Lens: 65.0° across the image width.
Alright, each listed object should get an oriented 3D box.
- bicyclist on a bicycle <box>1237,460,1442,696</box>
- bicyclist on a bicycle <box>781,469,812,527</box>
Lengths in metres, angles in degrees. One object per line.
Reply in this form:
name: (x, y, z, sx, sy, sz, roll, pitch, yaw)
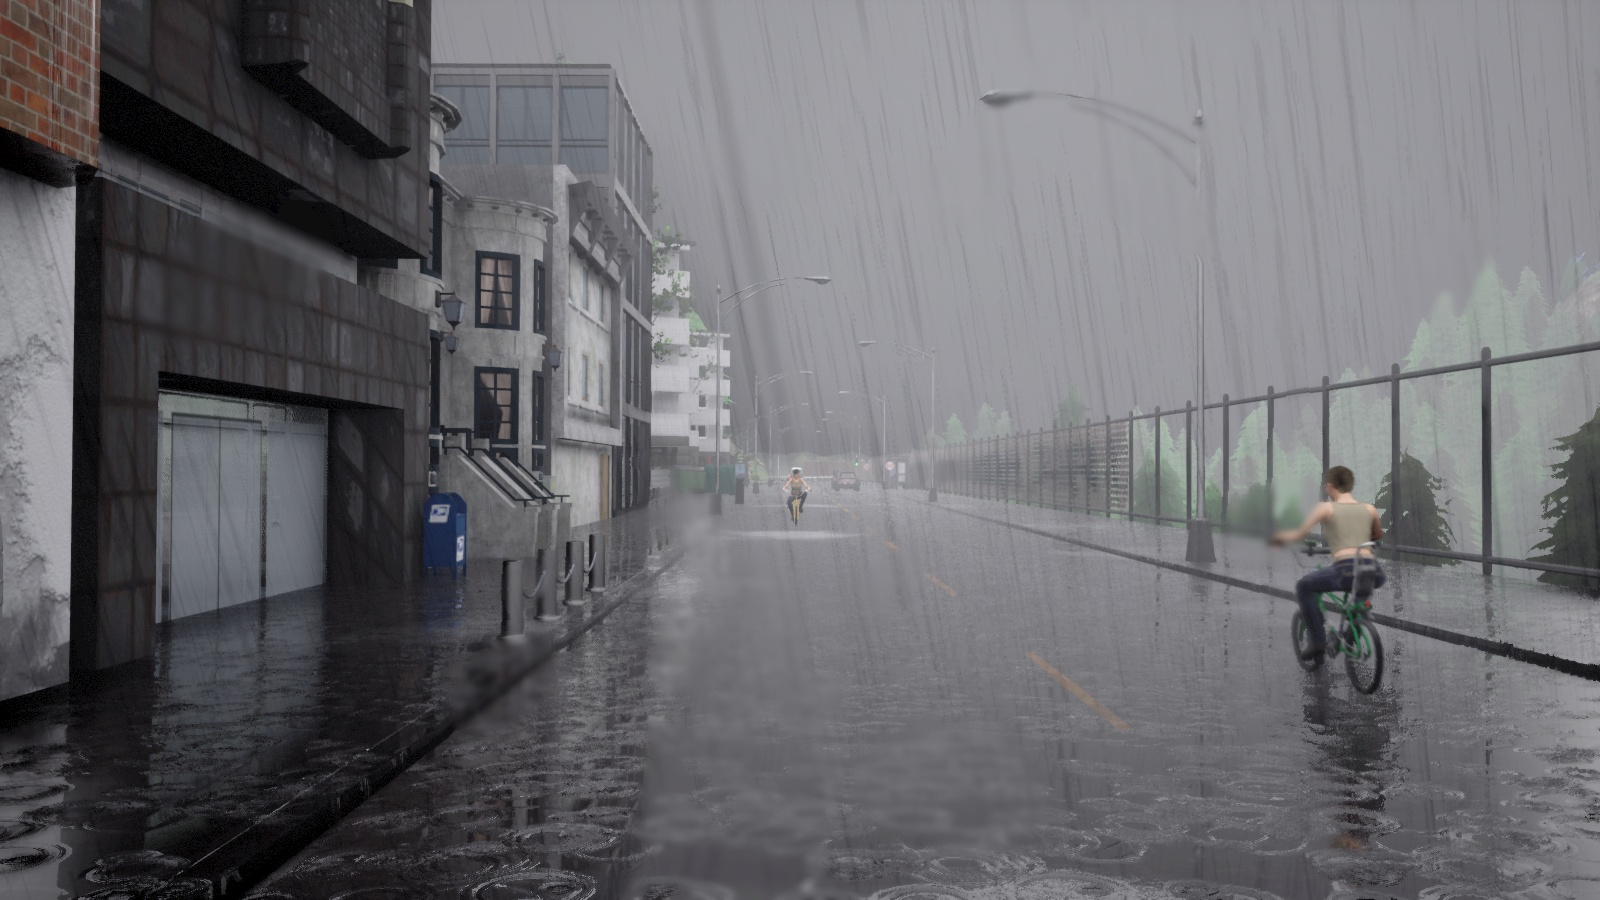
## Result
bicyclist on a bicycle: (3.970, 0.892, 9.378, 0.866, 1.612, 1.509, 0, -1, 0)
bicyclist on a bicycle: (-0.091, 1.350, 35.864, 0.866, 1.612, 1.509, 0, -1, 0)
